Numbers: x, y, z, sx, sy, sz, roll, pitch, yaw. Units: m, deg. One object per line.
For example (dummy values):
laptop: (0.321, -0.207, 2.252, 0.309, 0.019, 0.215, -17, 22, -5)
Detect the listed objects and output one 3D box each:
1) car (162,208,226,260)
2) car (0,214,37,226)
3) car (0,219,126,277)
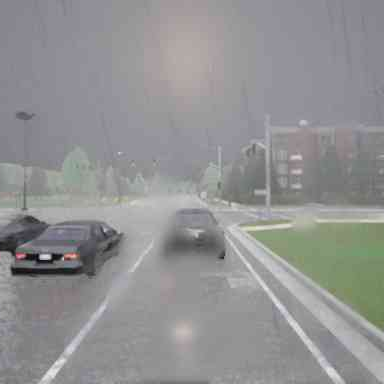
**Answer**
car: (0.076, 1.398, 12.779, 2.097, 1.767, 4.553, 0, 0, 0)
car: (-6.922, 1.573, 13.000, 1.812, 1.442, 4.674, 0, 0, 0)
car: (-3.436, 1.584, 10.332, 2.033, 1.411, 5.357, 0, 0, 0)
